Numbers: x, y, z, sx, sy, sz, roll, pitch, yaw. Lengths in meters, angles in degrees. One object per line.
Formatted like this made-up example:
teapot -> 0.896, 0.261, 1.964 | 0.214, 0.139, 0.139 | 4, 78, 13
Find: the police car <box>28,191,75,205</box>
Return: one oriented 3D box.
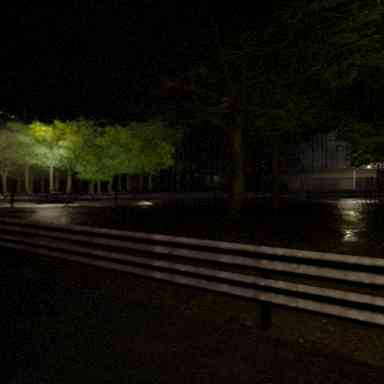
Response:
police car -> -16.365, 0.704, 38.896 | 5.238, 1.638, 1.930 | -1, 0, 0
